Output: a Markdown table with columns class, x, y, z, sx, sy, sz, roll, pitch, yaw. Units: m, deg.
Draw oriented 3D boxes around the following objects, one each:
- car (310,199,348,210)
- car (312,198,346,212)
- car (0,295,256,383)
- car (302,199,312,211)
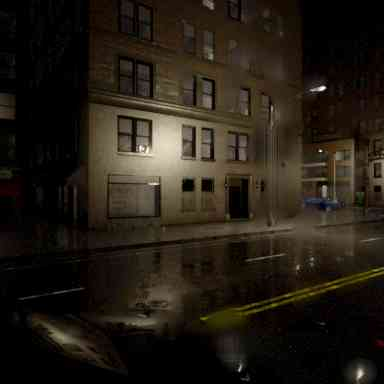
| class | x | y | z | sx | sy | sz | roll | pitch | yaw |
| --- | --- | --- | --- | --- | --- | --- | --- | --- | --- |
| car | 18.037 | 1.577 | 43.876 | 1.947 | 1.339 | 4.313 | 0 | 0 | -36 |
| car | 14.972 | 1.469 | 38.724 | 1.882 | 1.535 | 5.008 | 0 | 0 | -36 |
| car | -1.581 | 1.526 | 2.308 | 4.674 | 1.442 | 1.812 | 0 | 0 | -36 |
| car | 11.507 | 1.421 | 39.213 | 1.967 | 1.590 | 4.097 | 0 | 0 | -36 |
